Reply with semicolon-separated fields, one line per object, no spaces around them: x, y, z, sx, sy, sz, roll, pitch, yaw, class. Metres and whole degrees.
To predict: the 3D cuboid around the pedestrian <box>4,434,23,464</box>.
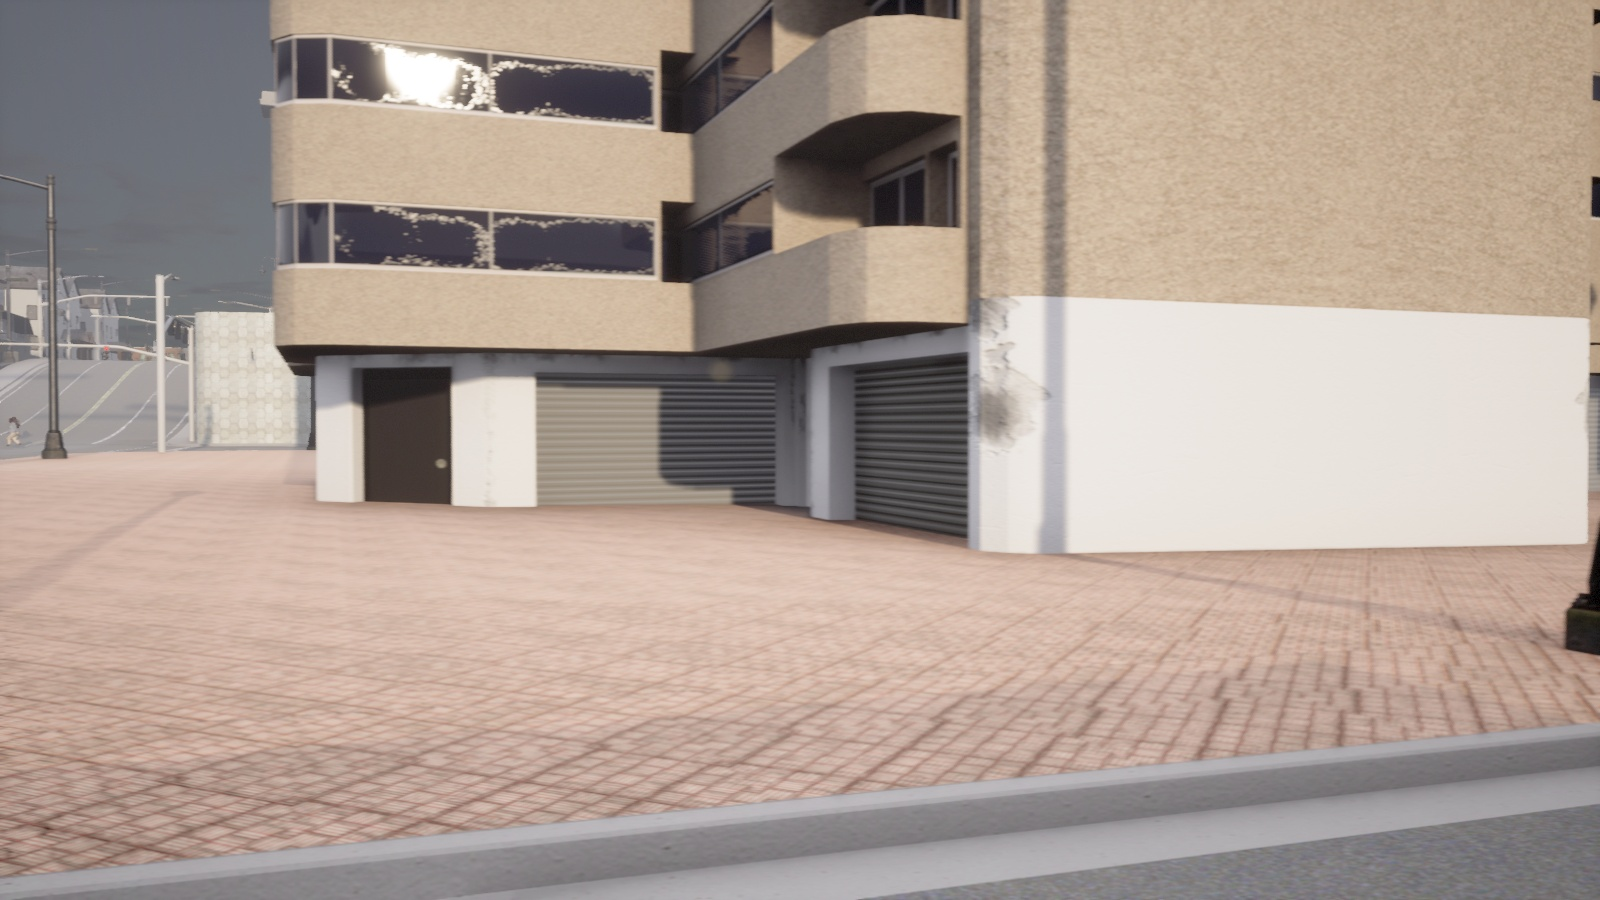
-48.118;-0.067;76.821;0.900;1.855;0.874;-2;1;-28;pedestrian
